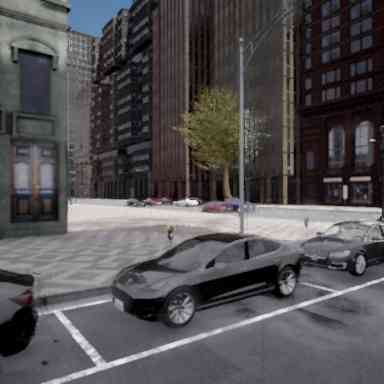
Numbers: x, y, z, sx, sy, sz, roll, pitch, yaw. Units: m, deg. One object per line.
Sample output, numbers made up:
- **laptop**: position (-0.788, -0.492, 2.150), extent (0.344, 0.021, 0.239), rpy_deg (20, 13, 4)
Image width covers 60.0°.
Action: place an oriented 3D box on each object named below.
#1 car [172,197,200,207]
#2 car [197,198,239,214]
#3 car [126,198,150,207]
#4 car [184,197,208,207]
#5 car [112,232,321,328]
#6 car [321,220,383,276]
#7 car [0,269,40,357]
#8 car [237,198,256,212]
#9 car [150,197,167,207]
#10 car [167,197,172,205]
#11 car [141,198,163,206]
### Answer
- **car**: position (-0.876, 1.769, 55.538), extent (1.812, 1.442, 4.674), rpy_deg (0, 0, -35)
- **car**: position (2.988, 1.758, 38.774), extent (1.994, 1.385, 4.181), rpy_deg (0, 0, -36)
- **car**: position (-9.526, 1.801, 56.391), extent (1.837, 1.490, 4.892), rpy_deg (0, -1, -35)
- **car**: position (0.667, 1.747, 58.959), extent (1.837, 1.490, 4.892), rpy_deg (0, 0, -35)
- **car**: position (0.516, 1.583, 7.023), extent (4.313, 1.339, 1.947), rpy_deg (0, 0, -36)
- **car**: position (5.104, 1.578, 10.297), extent (4.403, 1.369, 2.008), rpy_deg (0, 0, -36)
- **car**: position (-4.073, 1.572, 3.750), extent (4.313, 1.339, 1.947), rpy_deg (0, 0, -36)
- **car**: position (5.665, 1.537, 40.618), extent (2.097, 1.767, 4.553), rpy_deg (0, 0, -36)
- **car**: position (-6.838, 1.805, 58.220), extent (1.812, 1.442, 4.674), rpy_deg (0, 0, -35)
- **car**: position (-5.490, 1.817, 67.507), extent (1.812, 1.442, 4.674), rpy_deg (0, 0, -36)
- **car**: position (-7.889, 1.845, 65.276), extent (2.033, 1.411, 5.357), rpy_deg (0, 0, -36)
